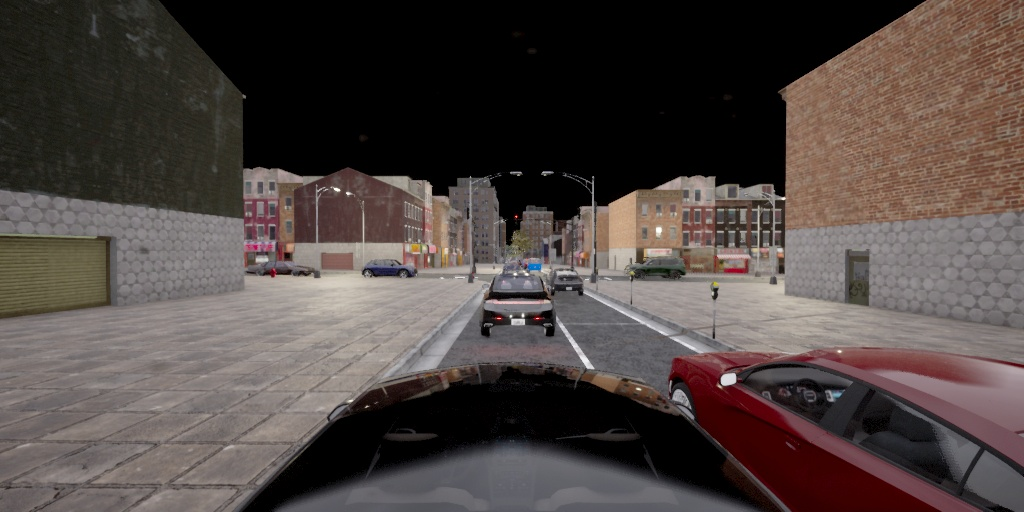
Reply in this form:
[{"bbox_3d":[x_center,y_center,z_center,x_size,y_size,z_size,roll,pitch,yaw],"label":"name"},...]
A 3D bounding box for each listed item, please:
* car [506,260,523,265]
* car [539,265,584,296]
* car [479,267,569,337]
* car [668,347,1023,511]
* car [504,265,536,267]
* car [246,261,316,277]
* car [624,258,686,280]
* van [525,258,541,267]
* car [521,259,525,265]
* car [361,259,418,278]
[{"bbox_3d":[0.056,1.481,47.328,1.895,1.301,4.718,0,0,4],"label":"car"},{"bbox_3d":[2.734,1.318,19.239,2.007,1.370,4.403,0,0,0],"label":"car"},{"bbox_3d":[0.147,1.244,10.331,2.128,1.511,4.902,0,0,0],"label":"car"},{"bbox_3d":[2.637,1.294,2.364,1.888,1.381,4.507,0,0,0],"label":"car"},{"bbox_3d":[0.230,1.371,20.374,1.895,1.301,4.718,0,0,1],"label":"car"},{"bbox_3d":[-20.145,1.109,31.429,5.357,1.411,2.033,1,1,0],"label":"car"},{"bbox_3d":[13.601,1.192,34.130,5.566,2.045,2.150,1,1,0],"label":"car"},{"bbox_3d":[2.887,1.215,46.194,1.690,1.789,3.998,0,0,0],"label":"van"},{"bbox_3d":[2.948,1.255,56.775,2.192,1.841,5.009,0,0,0],"label":"car"},{"bbox_3d":[-10.593,1.042,31.366,4.553,1.767,2.097,1,1,0],"label":"car"}]
